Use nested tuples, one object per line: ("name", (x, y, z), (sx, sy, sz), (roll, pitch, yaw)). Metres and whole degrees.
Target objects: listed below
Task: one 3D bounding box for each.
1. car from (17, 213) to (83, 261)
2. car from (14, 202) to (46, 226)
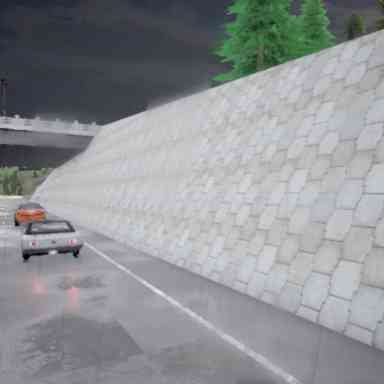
("car", (-5.618, 1.724, 12.955), (1.895, 1.301, 4.718), (0, 0, -28))
("car", (-12.822, 1.615, 26.314), (2.097, 1.767, 4.553), (0, 0, -28))
